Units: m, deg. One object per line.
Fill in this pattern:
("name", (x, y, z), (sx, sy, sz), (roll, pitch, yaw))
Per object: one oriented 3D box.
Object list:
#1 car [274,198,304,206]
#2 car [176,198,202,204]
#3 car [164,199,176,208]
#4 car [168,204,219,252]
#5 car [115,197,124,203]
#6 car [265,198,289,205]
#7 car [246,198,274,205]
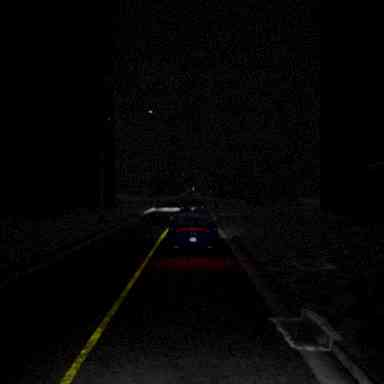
("car", (17.962, 1.896, 61.047), (4.829, 1.417, 1.752), (1, -1, 0))
("car", (0.050, 1.376, 27.789), (2.097, 1.767, 4.553), (0, 0, 0))
("car", (-3.033, 1.657, 49.297), (1.895, 1.301, 4.718), (0, 0, 1))
("car", (0.056, 1.486, 14.007), (1.882, 1.535, 5.008), (0, 0, 0))
("car", (-14.760, 1.442, 60.961), (4.403, 1.369, 2.008), (1, -1, 0))
("car", (17.803, 1.927, 69.571), (4.403, 1.369, 2.008), (1, -1, 0))
("car", (12.149, 1.847, 61.048), (4.313, 1.339, 1.947), (1, -1, 0))
